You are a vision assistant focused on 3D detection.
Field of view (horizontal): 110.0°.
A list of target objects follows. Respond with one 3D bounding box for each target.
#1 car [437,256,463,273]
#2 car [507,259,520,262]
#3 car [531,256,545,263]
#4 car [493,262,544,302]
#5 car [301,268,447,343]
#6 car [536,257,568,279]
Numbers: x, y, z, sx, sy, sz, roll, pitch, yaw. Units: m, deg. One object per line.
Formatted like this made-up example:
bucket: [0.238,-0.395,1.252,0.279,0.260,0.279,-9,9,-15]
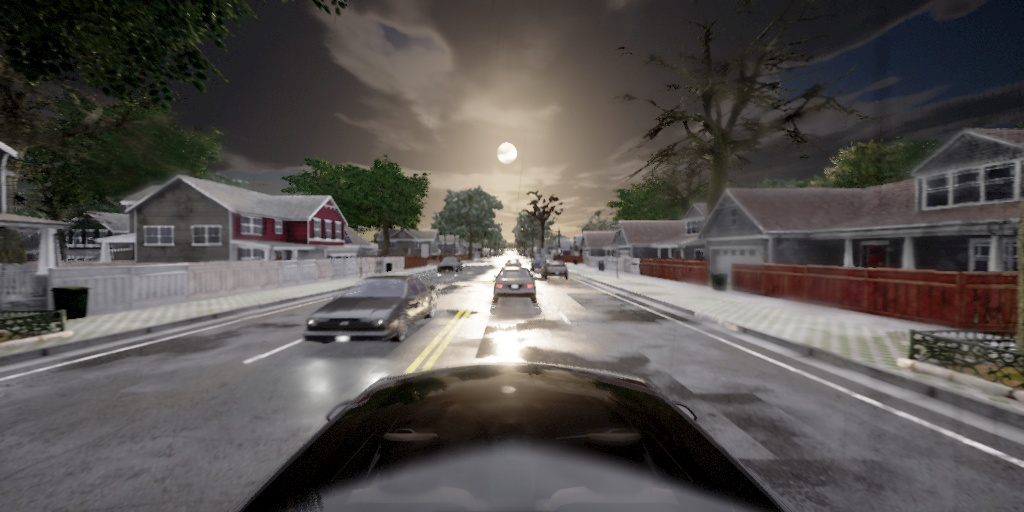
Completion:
car: [-6.487,0.837,38.078,2.097,1.767,4.553,0,1,0]
car: [0.129,1.037,38.089,2.033,1.411,5.357,0,0,0]
car: [3.326,0.808,42.675,2.097,1.767,4.553,0,0,1]
car: [0.110,1.193,16.185,2.033,1.411,5.357,0,0,0]
car: [-3.345,1.238,9.748,2.033,1.411,5.357,0,0,0]
car: [3.372,1.048,29.049,2.128,1.511,4.902,0,0,0]
